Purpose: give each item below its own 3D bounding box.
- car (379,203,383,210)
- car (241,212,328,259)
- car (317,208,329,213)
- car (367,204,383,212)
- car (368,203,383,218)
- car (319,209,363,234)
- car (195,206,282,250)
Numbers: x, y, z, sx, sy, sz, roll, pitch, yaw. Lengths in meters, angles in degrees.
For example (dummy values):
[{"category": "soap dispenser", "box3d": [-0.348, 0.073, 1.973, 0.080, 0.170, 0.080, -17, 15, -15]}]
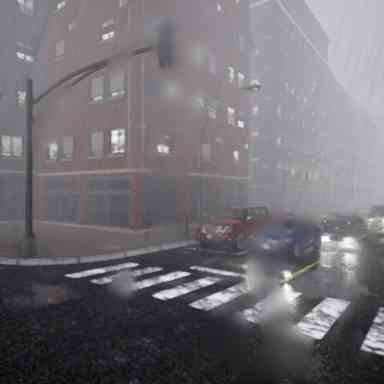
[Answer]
[{"category": "car", "box3d": [41.709, 3.059, 71.716, 1.887, 1.381, 4.507, -1, -2, 35]}, {"category": "car", "box3d": [4.132, 1.807, 14.213, 1.812, 1.442, 4.674, 0, -1, 37]}, {"category": "car", "box3d": [11.975, 2.108, 29.755, 1.752, 1.417, 4.829, -1, -2, 35]}, {"category": "car", "box3d": [31.830, 2.749, 57.775, 1.887, 1.381, 4.507, -1, -2, 35]}, {"category": "car", "box3d": [22.403, 2.357, 39.854, 1.837, 1.490, 4.892, 0, -1, 36]}, {"category": "car", "box3d": [10.637, 2.085, 23.363, 1.895, 1.301, 4.718, 0, -1, 35]}, {"category": "car", "box3d": [2.195, 1.592, 15.957, 2.192, 1.841, 5.009, -1, -2, 35]}]
